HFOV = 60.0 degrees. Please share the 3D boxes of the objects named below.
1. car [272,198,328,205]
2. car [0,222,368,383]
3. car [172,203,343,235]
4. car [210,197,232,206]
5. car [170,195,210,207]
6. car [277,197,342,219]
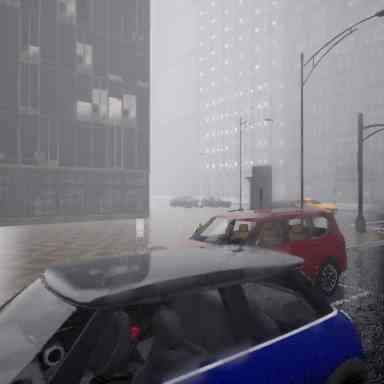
[{"bbox_3d":[7.661,1.341,26.101,2.033,1.411,5.357,0,1,-37],"label":"car"},{"bbox_3d":[-0.663,1.352,2.568,4.553,1.767,2.097,0,0,-35],"label":"car"},{"bbox_3d":[1.290,1.315,7.095,5.009,1.841,2.192,0,0,-35],"label":"car"},{"bbox_3d":[2.447,1.239,38.599,1.895,1.301,4.718,0,1,-37],"label":"car"},{"bbox_3d":[-0.624,1.113,37.288,2.128,1.511,4.902,0,1,-36],"label":"car"},{"bbox_3d":[9.947,1.271,28.477,1.882,1.535,5.008,0,1,-37],"label":"car"}]
